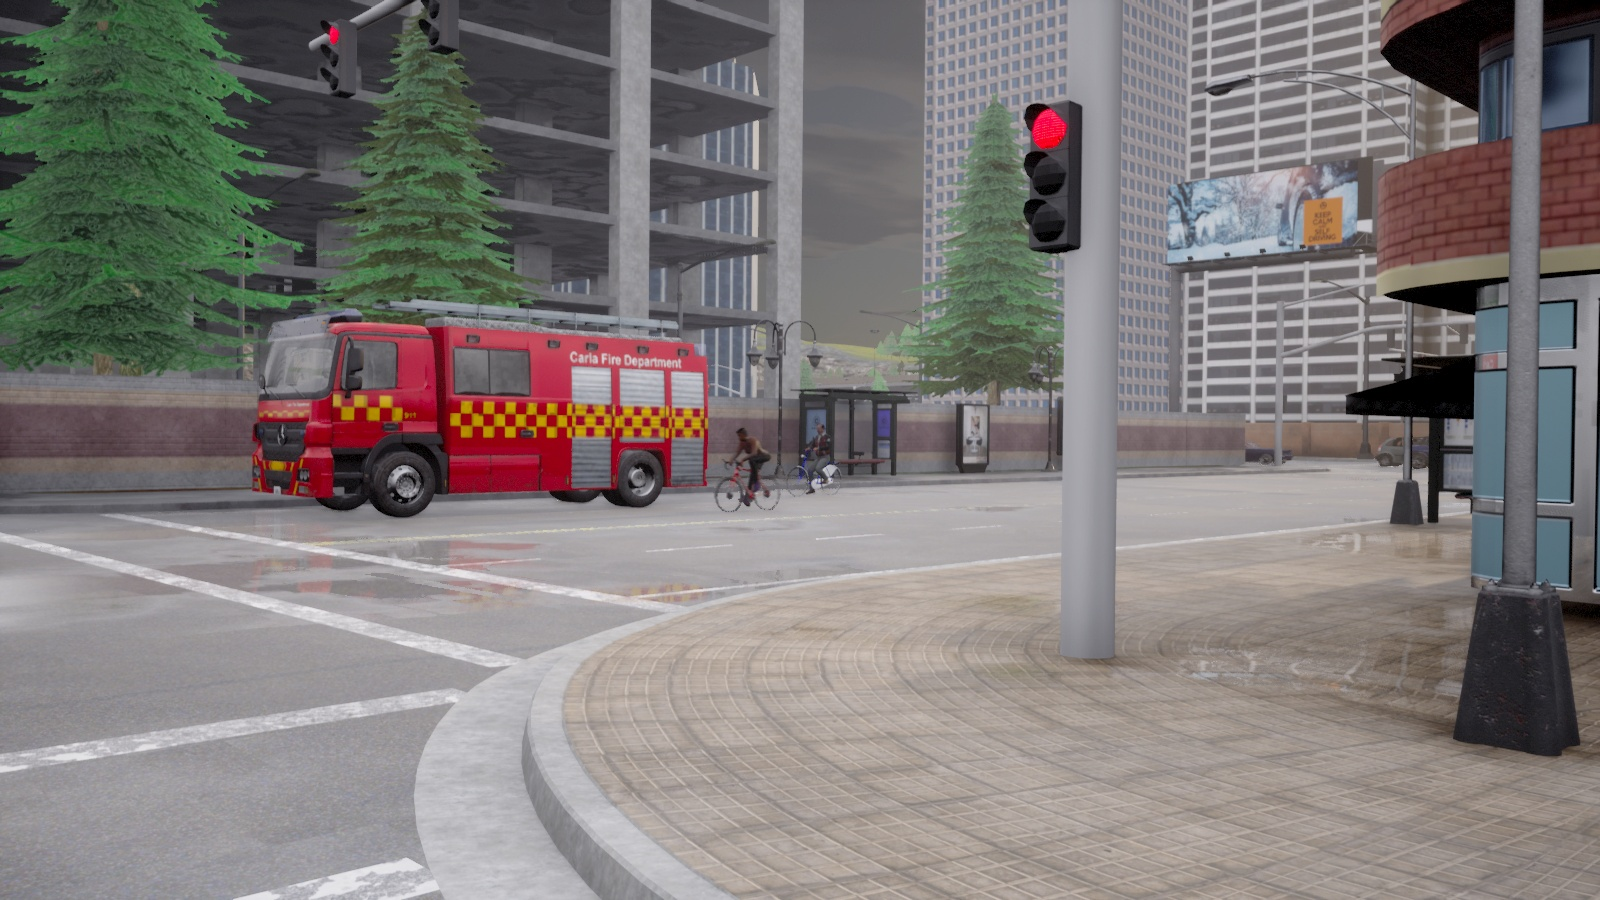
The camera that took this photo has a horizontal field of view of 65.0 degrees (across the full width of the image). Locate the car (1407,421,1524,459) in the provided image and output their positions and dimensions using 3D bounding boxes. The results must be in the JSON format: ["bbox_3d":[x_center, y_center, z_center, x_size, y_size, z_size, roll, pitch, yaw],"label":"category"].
[{"bbox_3d":[31.996,-0.475,60.476,2.097,1.767,4.553,-1,1,-43],"label":"car"}]

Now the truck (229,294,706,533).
[{"bbox_3d":[-6.031,-0.659,24.140,8.468,3.827,2.891,-1,1,-44],"label":"truck"}]

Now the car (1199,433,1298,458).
[{"bbox_3d":[24.432,-0.278,68.527,1.895,1.301,4.718,-1,1,-43],"label":"car"}]

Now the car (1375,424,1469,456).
[{"bbox_3d":[32.290,-0.504,65.274,1.851,1.617,3.988,-1,1,-43],"label":"car"}]

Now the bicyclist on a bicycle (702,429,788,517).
[{"bbox_3d":[-1.038,0.416,24.062,1.656,1.620,0.582,-2,1,-44],"label":"bicyclist on a bicycle"}]

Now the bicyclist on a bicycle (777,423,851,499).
[{"bbox_3d":[0.347,0.236,30.206,1.843,1.776,0.659,-1,1,-44],"label":"bicyclist on a bicycle"}]
